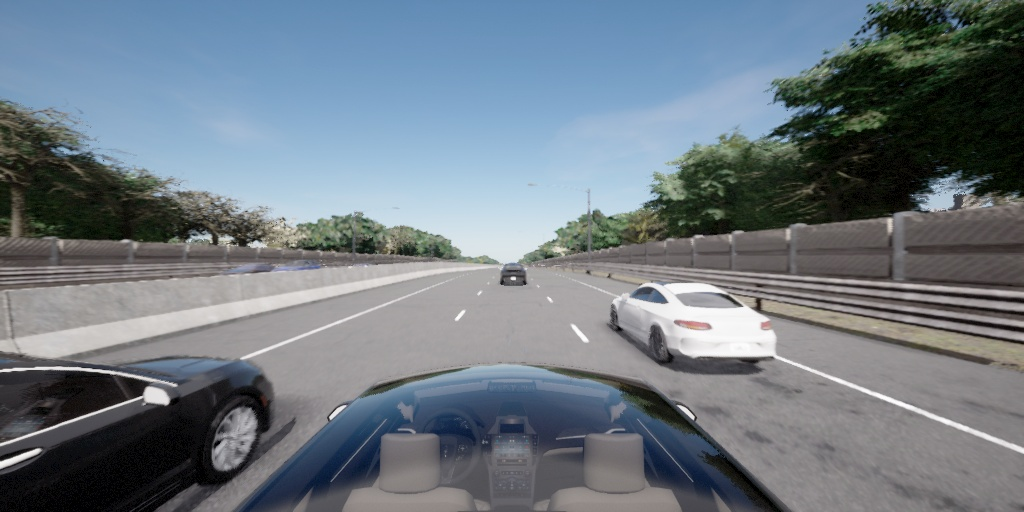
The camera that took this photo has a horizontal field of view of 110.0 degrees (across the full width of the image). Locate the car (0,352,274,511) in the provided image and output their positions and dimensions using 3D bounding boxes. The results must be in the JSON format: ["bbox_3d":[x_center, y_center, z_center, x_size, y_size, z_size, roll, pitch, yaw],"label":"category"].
[{"bbox_3d":[-3.399,1.255,1.767,1.837,1.490,4.892,0,0,0],"label":"car"}]

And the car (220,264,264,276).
[{"bbox_3d":[-21.090,1.326,29.349,2.033,1.411,5.357,0,0,0],"label":"car"}]

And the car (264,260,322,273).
[{"bbox_3d":[-17.587,1.131,29.509,2.097,1.767,4.553,0,0,0],"label":"car"}]

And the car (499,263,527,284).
[{"bbox_3d":[0.096,1.282,26.944,1.837,1.490,4.892,0,0,0],"label":"car"}]

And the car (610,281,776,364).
[{"bbox_3d":[3.600,1.283,7.970,1.812,1.442,4.674,0,0,0],"label":"car"}]

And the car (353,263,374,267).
[{"bbox_3d":[-14.078,1.368,34.344,1.994,1.385,4.181,0,-1,0],"label":"car"}]
